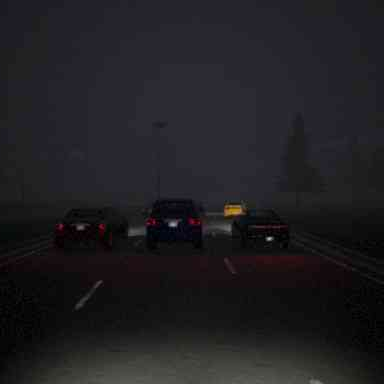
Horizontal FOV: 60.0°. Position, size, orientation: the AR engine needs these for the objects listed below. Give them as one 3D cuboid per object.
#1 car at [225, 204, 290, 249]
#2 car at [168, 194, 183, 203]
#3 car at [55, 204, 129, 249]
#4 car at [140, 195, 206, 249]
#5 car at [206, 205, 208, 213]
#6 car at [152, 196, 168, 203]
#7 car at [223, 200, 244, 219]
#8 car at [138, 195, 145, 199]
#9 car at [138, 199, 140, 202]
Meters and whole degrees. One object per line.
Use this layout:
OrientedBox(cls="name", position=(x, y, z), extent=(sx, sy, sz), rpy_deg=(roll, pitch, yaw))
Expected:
OrientedBox(cls="car", position=(2.844, 1.492, 14.551), extent=(2.128, 1.511, 4.902), rpy_deg=(0, 0, 0))
OrientedBox(cls="car", position=(-3.463, 1.345, 72.019), extent=(2.097, 1.767, 4.553), rpy_deg=(0, 0, 12))
OrientedBox(cls="car", position=(-4.156, 1.363, 14.572), extent=(2.097, 1.767, 4.553), rpy_deg=(0, 0, 0))
OrientedBox(cls="car", position=(-0.656, 1.255, 14.606), extent=(2.150, 2.045, 5.566), rpy_deg=(0, 0, 0))
OrientedBox(cls="car", position=(0.282, 1.514, 29.698), extent=(1.837, 1.490, 4.892), rpy_deg=(0, 0, 6))
OrientedBox(cls="car", position=(-6.894, 1.529, 72.708), extent=(2.033, 1.411, 5.357), rpy_deg=(0, 0, 12))
OrientedBox(cls="car", position=(3.766, 1.482, 29.361), extent=(1.882, 1.535, 5.008), rpy_deg=(0, 0, 6))
OrientedBox(cls="car", position=(-10.320, 1.467, 73.427), extent=(1.882, 1.535, 5.008), rpy_deg=(0, 0, 12))
OrientedBox(cls="car", position=(-3.201, 1.561, 30.036), extent=(2.033, 1.411, 5.357), rpy_deg=(0, 0, 6))
